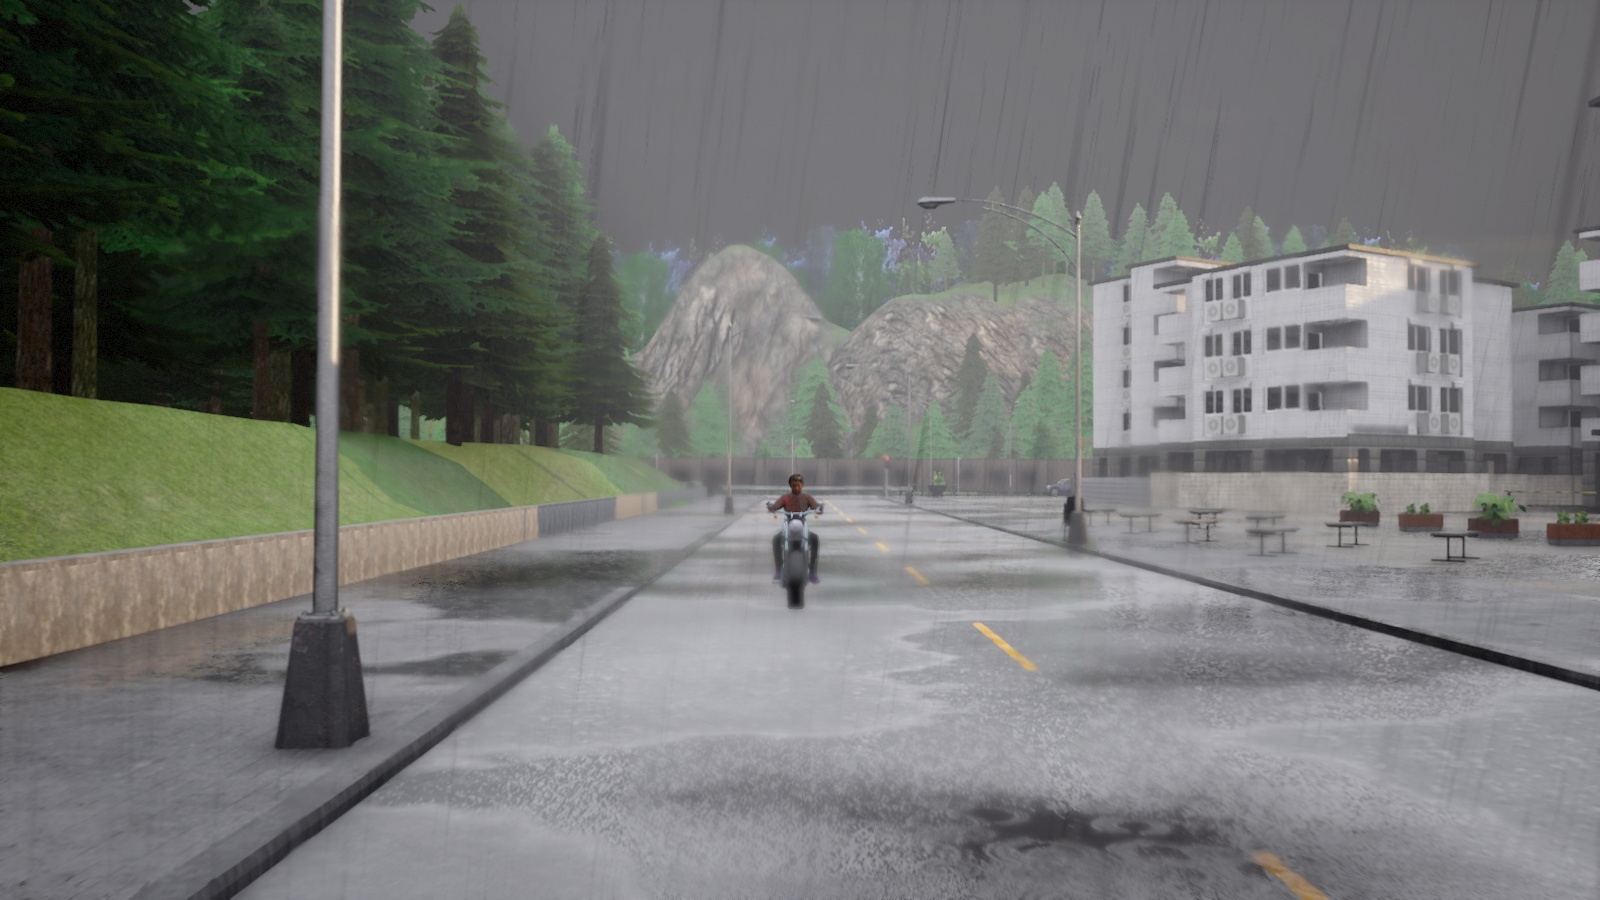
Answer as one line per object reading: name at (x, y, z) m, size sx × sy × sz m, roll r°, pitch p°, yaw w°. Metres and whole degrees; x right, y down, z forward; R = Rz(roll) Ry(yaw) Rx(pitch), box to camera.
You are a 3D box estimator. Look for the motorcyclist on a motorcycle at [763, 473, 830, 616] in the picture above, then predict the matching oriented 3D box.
motorcyclist on a motorcycle at (-0.039, 1.110, 15.683) m, size 0.766 × 1.649 × 2.350 m, roll 0°, pitch -1°, yaw 0°
